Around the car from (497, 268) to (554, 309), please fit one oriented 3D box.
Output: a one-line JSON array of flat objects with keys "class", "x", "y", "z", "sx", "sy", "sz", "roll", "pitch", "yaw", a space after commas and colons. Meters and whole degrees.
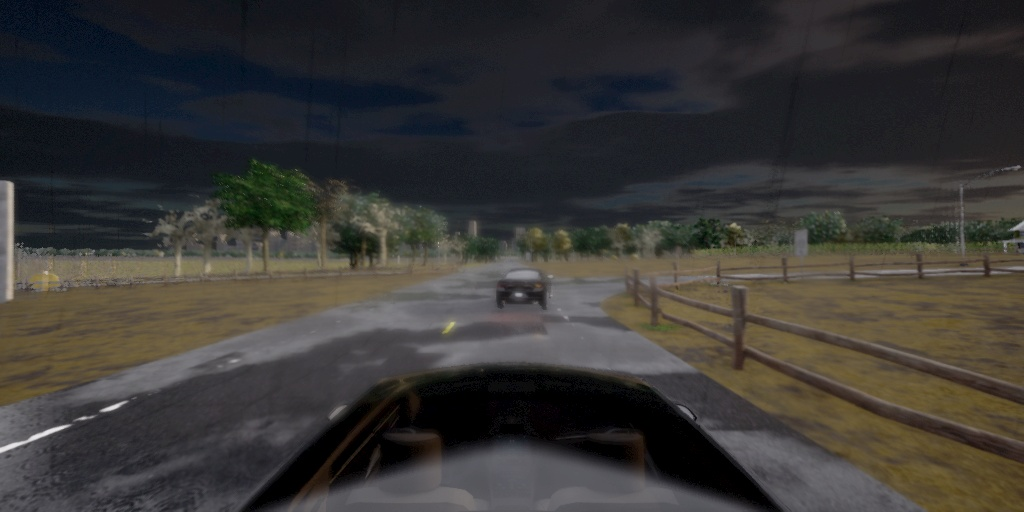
[{"class": "car", "x": 0.668, "y": 1.223, "z": 15.125, "sx": 1.882, "sy": 1.535, "sz": 5.008, "roll": -1, "pitch": 0, "yaw": 10}]
